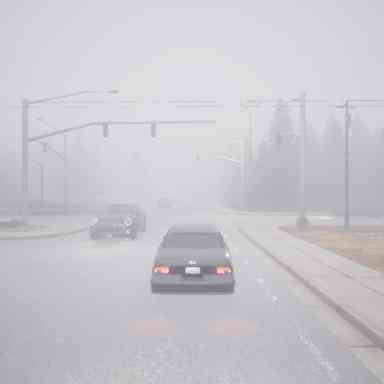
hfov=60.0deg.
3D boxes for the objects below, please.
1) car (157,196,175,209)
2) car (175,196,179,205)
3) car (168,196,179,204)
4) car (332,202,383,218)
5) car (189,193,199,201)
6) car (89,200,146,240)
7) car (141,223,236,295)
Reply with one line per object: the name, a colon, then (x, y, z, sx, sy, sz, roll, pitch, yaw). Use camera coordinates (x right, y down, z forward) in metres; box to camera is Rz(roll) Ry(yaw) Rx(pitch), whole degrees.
car: (-3.674, 1.505, 45.022, 1.837, 1.490, 4.892, 0, 0, 0)
car: (-3.665, 1.491, 54.674, 2.128, 1.511, 4.902, 0, 0, 0)
car: (-3.562, 1.505, 64.552, 1.837, 1.490, 4.892, 0, 0, 1)
car: (14.692, 1.591, 29.555, 4.181, 1.385, 1.994, 0, 0, 1)
car: (0.414, 1.225, 80.395, 2.150, 2.045, 5.566, 0, 0, 2)
car: (-3.663, 1.352, 17.054, 2.097, 1.767, 4.553, 0, 0, 1)
car: (0.035, 1.545, 8.896, 2.033, 1.411, 5.357, 0, 0, 1)
